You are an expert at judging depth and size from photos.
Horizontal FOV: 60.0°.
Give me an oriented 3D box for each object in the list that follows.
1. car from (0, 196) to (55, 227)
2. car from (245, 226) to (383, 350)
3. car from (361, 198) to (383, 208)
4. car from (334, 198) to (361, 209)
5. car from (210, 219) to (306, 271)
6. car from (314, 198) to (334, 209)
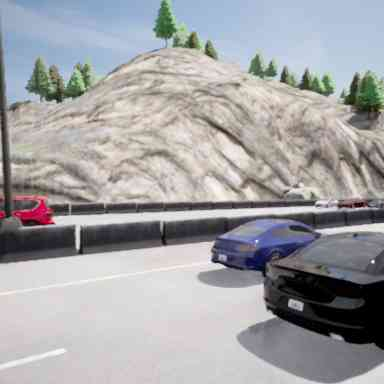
[{"bbox_3d":[-9.061,1.224,14.725,5.566,2.045,2.150,0,0,-36],"label":"car"},{"bbox_3d":[3.518,1.490,6.259,5.008,1.535,1.882,0,0,-35],"label":"car"},{"bbox_3d":[24.480,1.577,42.930,4.902,1.511,2.128,0,0,-35],"label":"car"},{"bbox_3d":[22.026,1.560,45.477,5.008,1.535,1.882,0,0,-35],"label":"car"},{"bbox_3d":[2.667,1.540,9.950,4.674,1.442,1.812,0,0,-35],"label":"car"},{"bbox_3d":[19.660,1.607,48.082,4.674,1.442,1.812,0,0,-35],"label":"car"}]
